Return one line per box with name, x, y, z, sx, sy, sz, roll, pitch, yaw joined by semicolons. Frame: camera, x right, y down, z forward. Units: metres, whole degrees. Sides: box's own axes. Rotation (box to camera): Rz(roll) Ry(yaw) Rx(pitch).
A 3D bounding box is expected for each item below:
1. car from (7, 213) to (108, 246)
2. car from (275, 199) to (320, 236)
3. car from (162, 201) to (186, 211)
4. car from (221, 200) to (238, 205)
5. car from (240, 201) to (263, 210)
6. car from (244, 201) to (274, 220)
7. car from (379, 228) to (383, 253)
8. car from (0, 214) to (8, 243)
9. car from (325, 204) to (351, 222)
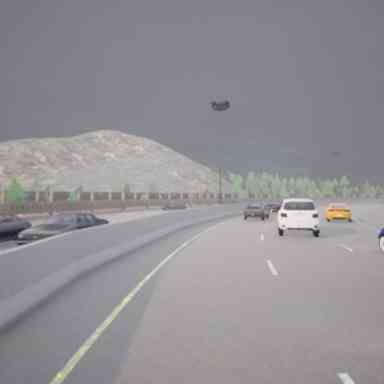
car;-5.617;1.675;15.378;2.033;1.411;5.357;0;-1;9
car;6.232;1.413;19.883;2.150;2.045;5.566;0;0;14
car;-2.501;1.976;46.848;1.994;1.385;4.181;0;-1;27
car;6.108;2.063;54.921;1.994;1.385;4.181;0;-1;33
car;9.764;2.101;54.243;1.895;1.301;4.718;0;-1;34
car;6.112;1.781;31.162;2.128;1.511;4.902;0;-1;20
car;8.119;1.594;11.206;1.882;1.535;5.008;0;-1;8
car;-9.118;1.682;15.017;1.994;1.385;4.181;0;-1;9
car;13.016;1.767;29.723;1.882;1.535;5.008;0;-1;21
